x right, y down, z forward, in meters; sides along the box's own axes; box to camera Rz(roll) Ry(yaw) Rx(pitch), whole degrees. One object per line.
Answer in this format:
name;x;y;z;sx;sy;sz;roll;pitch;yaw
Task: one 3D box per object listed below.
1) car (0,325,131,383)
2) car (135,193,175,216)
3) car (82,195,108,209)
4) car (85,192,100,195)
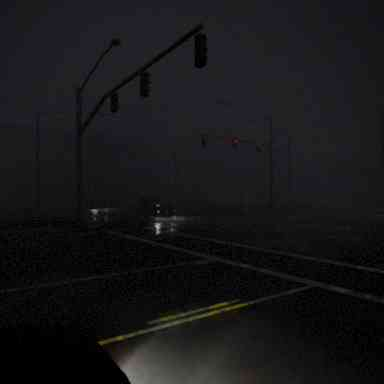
car;-2.942;1.556;1.713;5.357;1.411;2.033;0;0;-35
car;-3.479;1.274;31.340;2.097;1.767;4.553;0;0;-36
car;-12.799;1.448;44.425;1.812;1.442;4.674;0;0;-35
car;-19.213;1.099;63.354;2.150;2.045;5.566;0;0;5
